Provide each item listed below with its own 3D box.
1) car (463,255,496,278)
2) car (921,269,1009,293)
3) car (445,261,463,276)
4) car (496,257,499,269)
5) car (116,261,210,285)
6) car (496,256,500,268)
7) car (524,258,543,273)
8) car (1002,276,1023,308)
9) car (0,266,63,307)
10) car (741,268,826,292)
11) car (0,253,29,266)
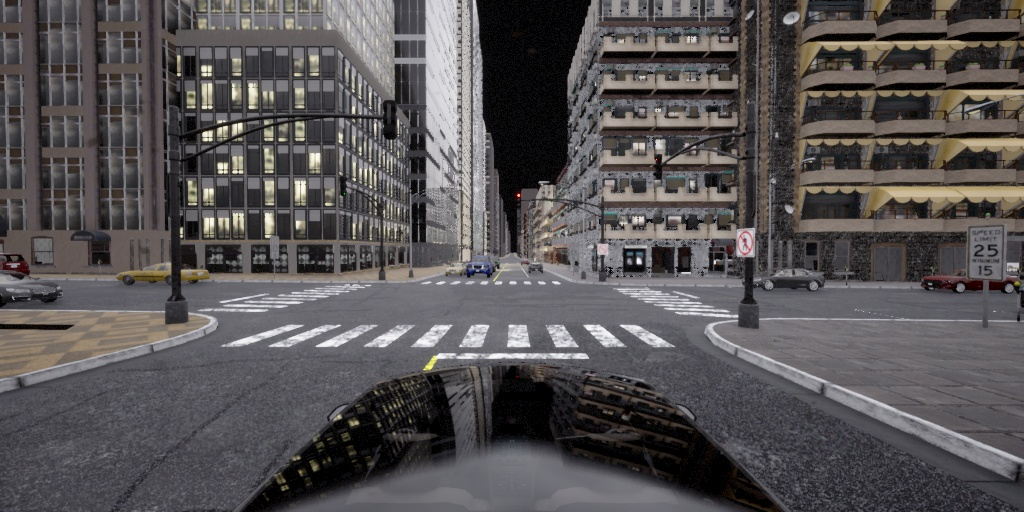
[{"bbox_3d":[-3.047,0.962,34.698,2.150,2.045,5.566,0,0,0],"label":"car"},{"bbox_3d":[27.406,1.462,21.540,4.507,1.381,1.888,0,0,1],"label":"car"},{"bbox_3d":[-5.635,1.265,36.396,1.751,1.417,4.829,0,0,0],"label":"car"},{"bbox_3d":[-3.024,1.215,44.829,1.882,1.535,5.008,0,0,0],"label":"car"},{"bbox_3d":[-21.634,1.029,22.274,4.829,1.417,1.751,0,0,1],"label":"car"},{"bbox_3d":[-3.004,0.957,55.385,2.150,2.045,5.566,0,0,0],"label":"car"},{"bbox_3d":[2.755,1.289,42.207,2.007,1.370,4.403,0,0,0],"label":"car"},{"bbox_3d":[21.734,1.576,13.249,4.313,1.339,1.948,0,0,1],"label":"car"},{"bbox_3d":[-20.267,1.204,13.938,4.403,1.370,2.007,0,0,1],"label":"car"},{"bbox_3d":[16.340,1.375,21.714,4.403,1.370,2.007,0,0,1],"label":"car"},{"bbox_3d":[-33.581,0.712,22.498,5.009,1.841,2.192,0,0,1],"label":"car"}]
